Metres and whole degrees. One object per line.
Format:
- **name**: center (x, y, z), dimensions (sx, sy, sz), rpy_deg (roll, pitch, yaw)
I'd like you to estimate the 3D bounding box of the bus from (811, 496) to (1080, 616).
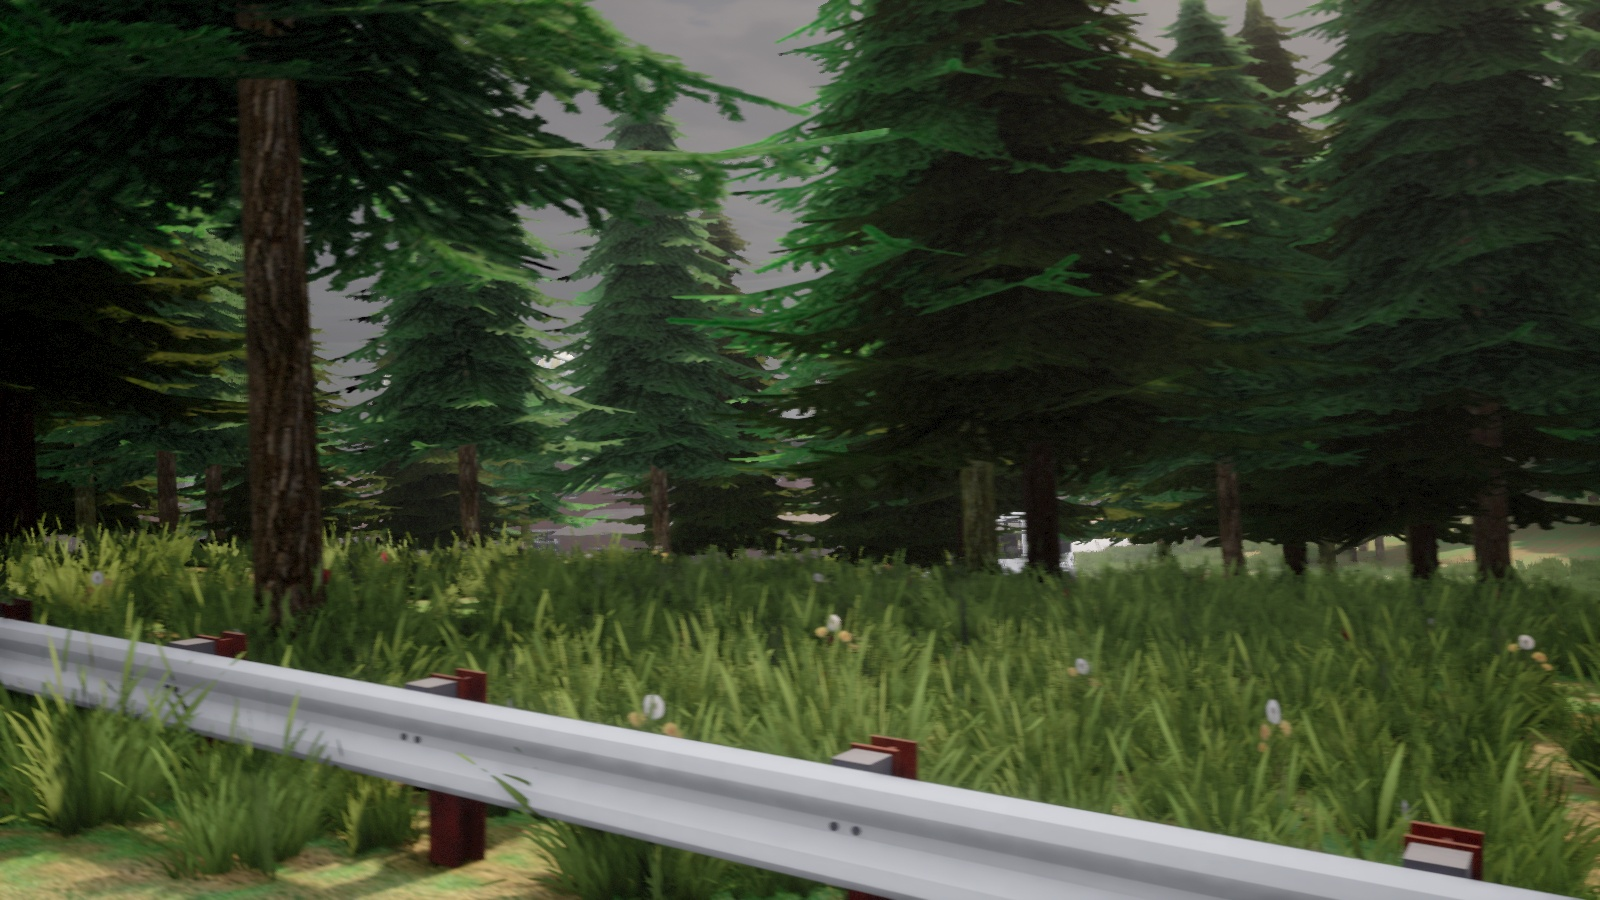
- **bus**: center (5.780, 4.403, 51.732), dimensions (10.273, 4.253, 3.944), rpy_deg (-6, -2, 41)
